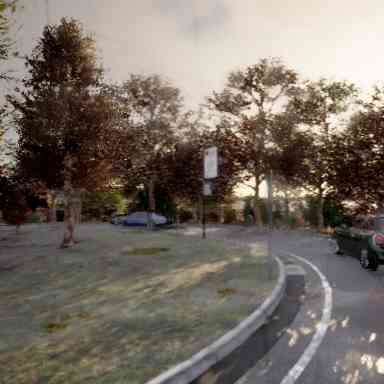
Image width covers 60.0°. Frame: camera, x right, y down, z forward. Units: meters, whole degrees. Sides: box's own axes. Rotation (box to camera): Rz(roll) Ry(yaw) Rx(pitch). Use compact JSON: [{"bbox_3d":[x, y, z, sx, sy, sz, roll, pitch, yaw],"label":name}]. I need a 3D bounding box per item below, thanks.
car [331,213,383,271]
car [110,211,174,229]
[{"bbox_3d":[6.396,1.510,11.433,2.097,1.767,4.553,-1,-2,8],"label":"car"},{"bbox_3d":[-4.218,2.317,28.201,5.357,1.411,2.033,-1,-2,21],"label":"car"}]
